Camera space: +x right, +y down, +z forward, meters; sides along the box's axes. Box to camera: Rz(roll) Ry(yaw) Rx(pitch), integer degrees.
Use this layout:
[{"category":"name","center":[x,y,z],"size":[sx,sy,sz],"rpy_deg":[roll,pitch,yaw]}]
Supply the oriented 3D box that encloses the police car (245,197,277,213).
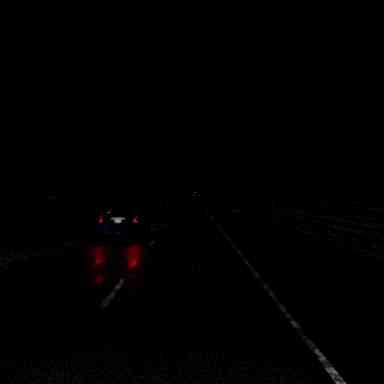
[{"category":"police car","center":[7.513,1.373,36.991],"size":[1.930,1.638,5.238],"rpy_deg":[-2,0,-16]}]

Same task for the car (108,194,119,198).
[{"category":"car","center":[-20.976,1.694,91.236],"size":[1.812,1.442,4.674],"rpy_deg":[0,0,0]}]

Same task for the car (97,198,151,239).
[{"category":"car","center":[-3.395,1.360,17.400],"size":[2.097,1.767,4.553],"rpy_deg":[0,0,0]}]

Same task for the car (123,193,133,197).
[{"category":"car","center":[-17.476,1.394,91.205],"size":[2.150,2.045,5.566],"rpy_deg":[0,0,0]}]

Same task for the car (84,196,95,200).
[{"category":"car","center":[-27.976,1.694,90.933],"size":[1.812,1.442,4.674],"rpy_deg":[0,0,0]}]
